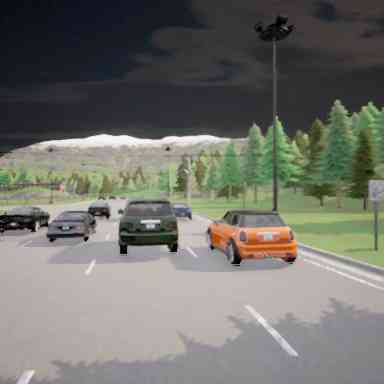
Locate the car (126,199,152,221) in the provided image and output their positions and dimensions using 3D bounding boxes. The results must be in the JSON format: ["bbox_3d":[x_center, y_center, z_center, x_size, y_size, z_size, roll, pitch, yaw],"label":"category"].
[{"bbox_3d":[-4.805,1.530,29.979,2.097,1.767,4.553,0,0,-10],"label":"car"}]

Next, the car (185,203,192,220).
[{"bbox_3d":[-1.161,1.684,29.514,1.812,1.442,4.674,0,0,-10],"label":"car"}]

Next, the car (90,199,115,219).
[{"bbox_3d":[-8.528,1.679,30.900,1.882,1.535,5.008,0,0,-10],"label":"car"}]

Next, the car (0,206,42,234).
[{"bbox_3d":[-10.262,1.635,20.774,1.882,1.535,5.008,0,0,-10],"label":"car"}]

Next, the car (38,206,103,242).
[{"bbox_3d":[-6.062,1.666,17.261,2.033,1.411,5.357,0,0,-10],"label":"car"}]

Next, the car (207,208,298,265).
[{"bbox_3d":[1.947,1.406,12.126,2.097,1.767,4.553,0,0,-10],"label":"car"}]

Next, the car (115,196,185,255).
[{"bbox_3d":[-1.885,1.298,13.896,2.150,2.045,5.566,0,-1,-10],"label":"car"}]
